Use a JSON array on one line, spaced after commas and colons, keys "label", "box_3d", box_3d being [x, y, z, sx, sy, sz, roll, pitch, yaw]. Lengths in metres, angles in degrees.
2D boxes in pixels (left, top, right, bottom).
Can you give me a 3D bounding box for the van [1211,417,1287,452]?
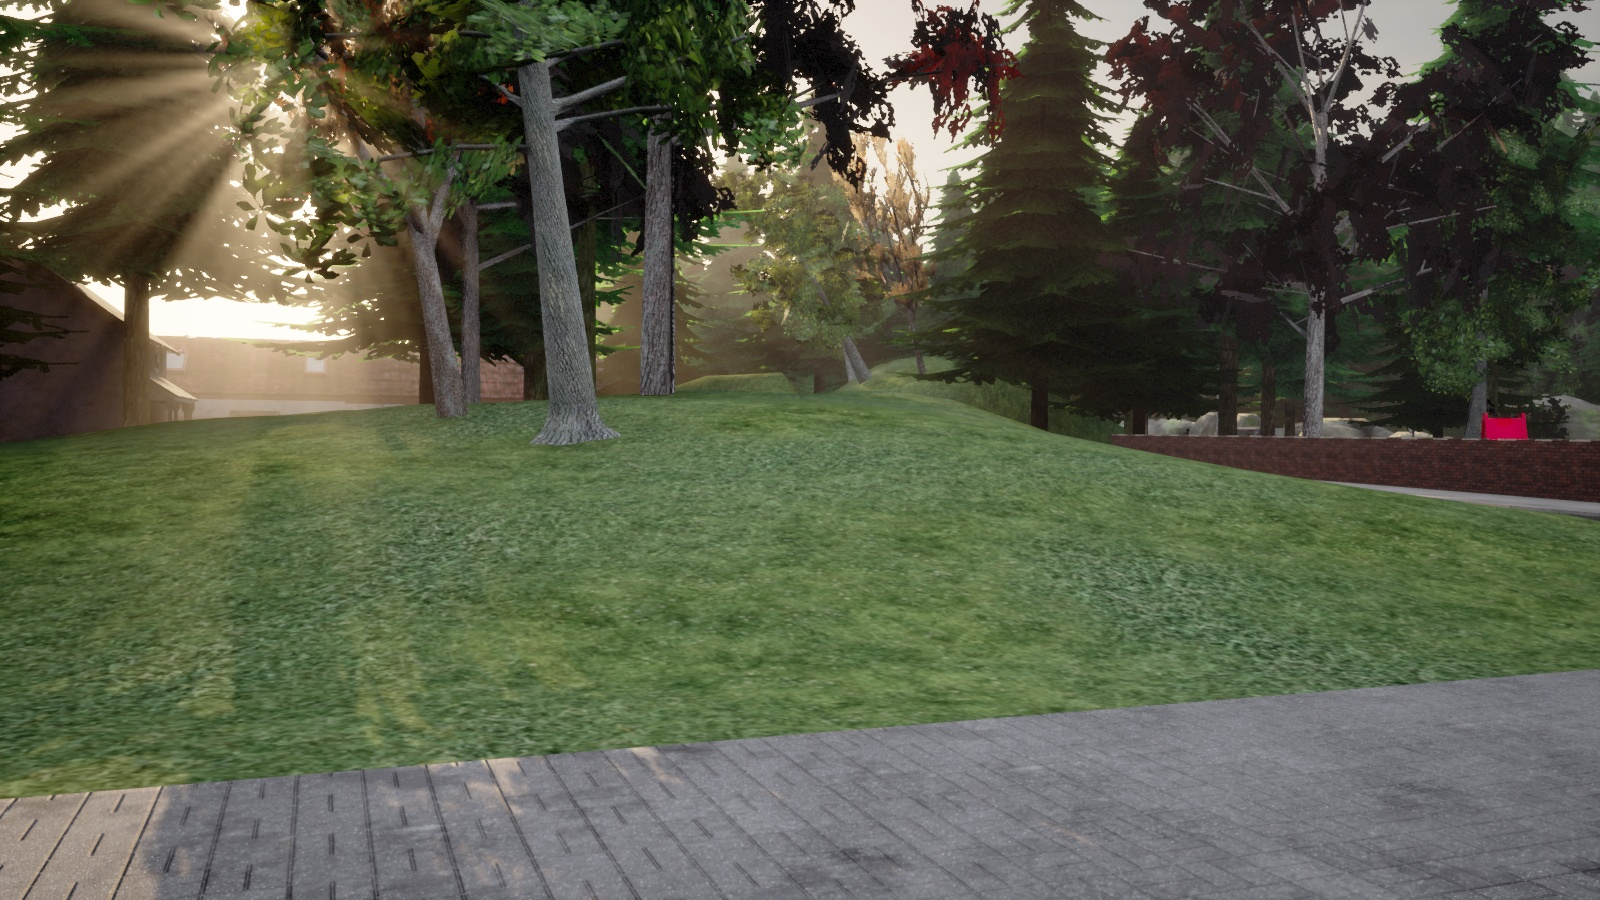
[{"label": "van", "box_3d": [26.497, -0.945, 74.306, 1.775, 1.987, 4.442, -1, 1, -21]}]
